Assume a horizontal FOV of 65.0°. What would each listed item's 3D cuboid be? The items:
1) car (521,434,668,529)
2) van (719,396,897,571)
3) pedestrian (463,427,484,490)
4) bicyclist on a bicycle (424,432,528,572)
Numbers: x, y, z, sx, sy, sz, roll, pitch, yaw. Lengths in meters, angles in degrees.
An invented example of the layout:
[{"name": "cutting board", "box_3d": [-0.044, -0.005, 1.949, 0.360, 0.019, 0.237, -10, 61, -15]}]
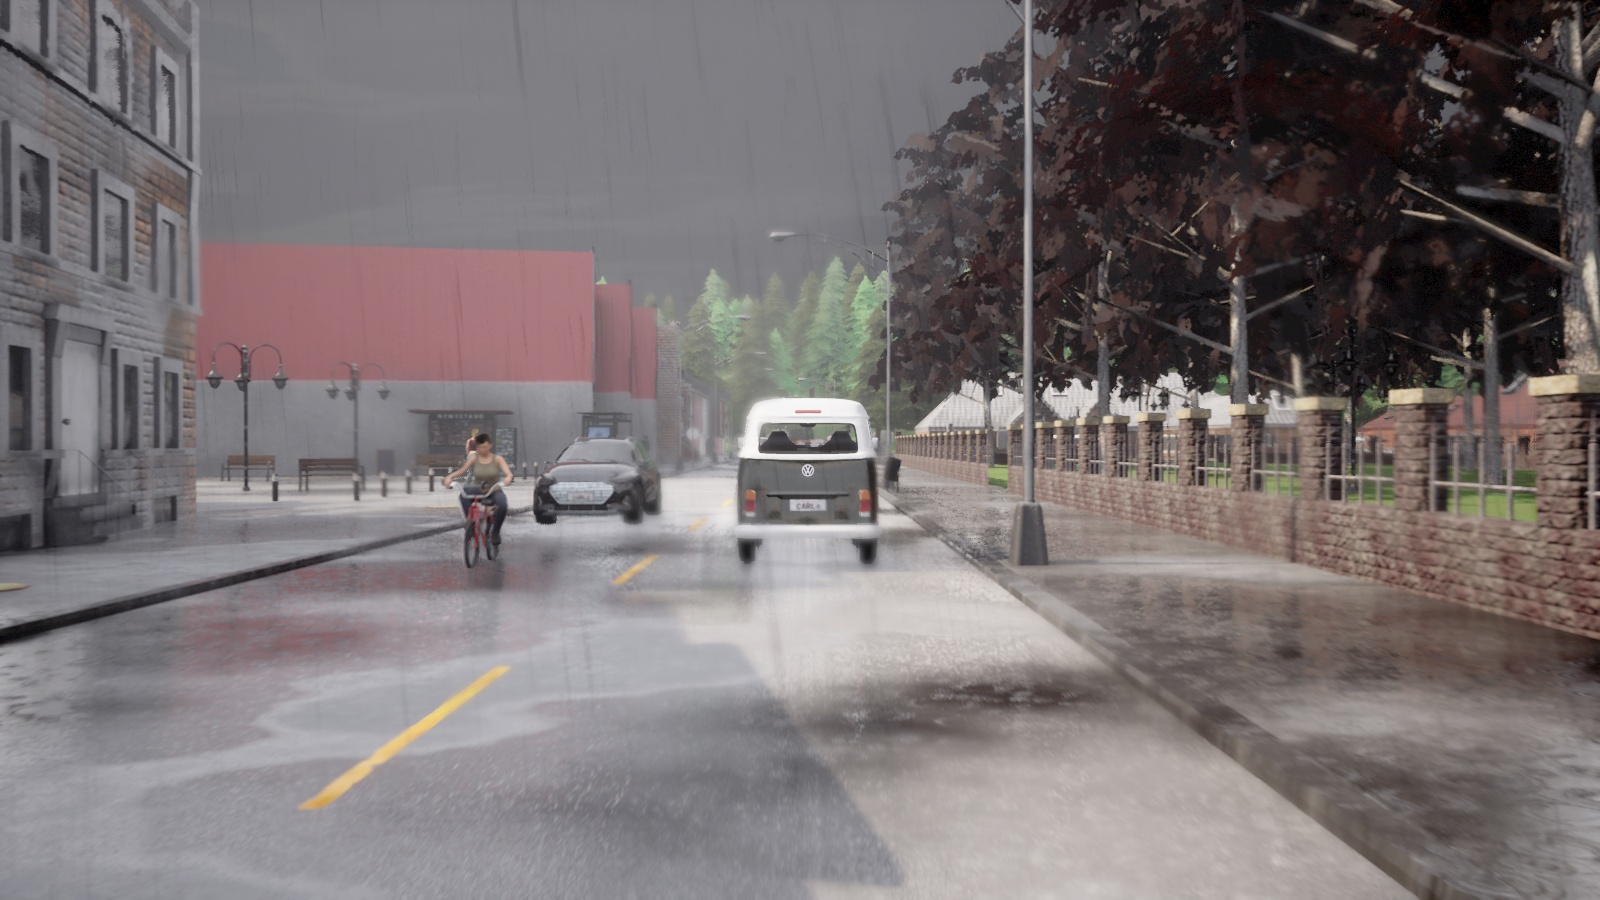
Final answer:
[{"name": "car", "box_3d": [-3.850, 0.536, 24.390, 2.033, 1.649, 4.856, 0, 0, 0]}, {"name": "van", "box_3d": [0.109, 0.375, 16.862, 2.069, 2.038, 4.480, 0, 0, 0]}, {"name": "pedestrian", "box_3d": [-9.635, 0.240, 37.067, 0.345, 1.836, 0.594, 0, 0, 15]}, {"name": "bicyclist on a bicycle", "box_3d": [-3.896, 0.594, 15.223, 0.866, 1.612, 1.509, 0, 0, 1]}]
